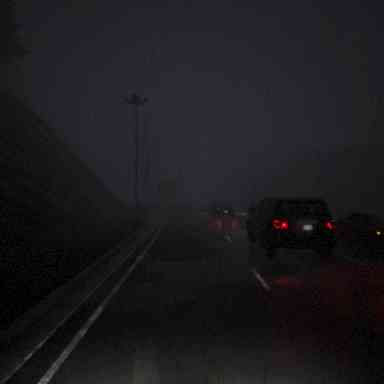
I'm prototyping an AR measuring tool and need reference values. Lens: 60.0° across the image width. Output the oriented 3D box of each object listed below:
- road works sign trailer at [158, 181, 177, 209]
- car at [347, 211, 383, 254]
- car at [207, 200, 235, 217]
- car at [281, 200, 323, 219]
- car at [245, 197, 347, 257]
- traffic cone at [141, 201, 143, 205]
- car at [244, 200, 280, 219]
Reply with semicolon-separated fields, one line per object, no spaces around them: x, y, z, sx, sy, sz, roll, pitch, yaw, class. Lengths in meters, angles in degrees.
-3.401;0.356;44.129;2.380;3.560;2.880;0;0;-16;road works sign trailer
7.065;1.492;13.274;1.812;1.442;4.674;0;0;0;car
2.570;1.452;30.012;1.812;1.442;4.674;0;0;-7;car
9.642;1.491;29.576;1.994;1.385;4.181;0;0;-6;car
3.572;1.188;12.943;2.150;2.045;5.566;0;0;0;car
-8.406;1.817;56.226;0.340;0.580;0.340;0;0;-16;traffic cone
6.128;1.491;29.583;1.994;1.385;4.181;0;0;-6;car
